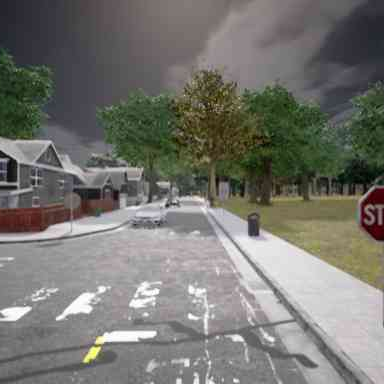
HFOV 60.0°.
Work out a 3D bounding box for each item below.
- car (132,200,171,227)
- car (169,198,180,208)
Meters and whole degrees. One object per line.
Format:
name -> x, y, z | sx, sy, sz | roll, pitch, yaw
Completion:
car -> -2.868, 1.570, 23.514 | 1.812, 1.442, 4.674 | 0, 0, 3
car -> -2.857, 1.597, 50.496 | 1.994, 1.385, 4.181 | 0, 0, 0
